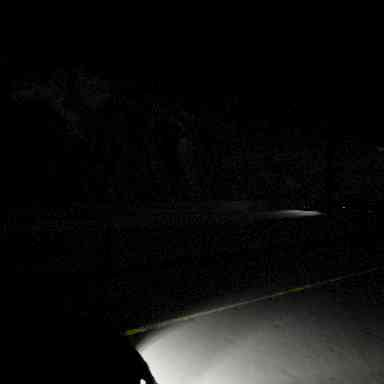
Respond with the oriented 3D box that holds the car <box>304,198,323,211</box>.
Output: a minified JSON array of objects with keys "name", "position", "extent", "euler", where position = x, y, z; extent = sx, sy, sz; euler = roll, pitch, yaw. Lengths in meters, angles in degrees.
[{"name":"car","position":[15.587,1.524,40.266],"extent":[4.892,1.490,1.837],"euler":[1,0,-35]}]

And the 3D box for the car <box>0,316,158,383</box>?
[{"name":"car","position":[-2.271,1.552,2.216],"extent":[4.181,1.385,1.994],"euler":[0,0,-34]}]

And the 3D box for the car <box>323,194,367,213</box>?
[{"name":"car","position":[17.656,1.229,37.438],"extent":[5.566,2.045,2.150],"euler":[0,0,-35]}]

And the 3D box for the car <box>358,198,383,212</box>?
[{"name":"car","position":[19.672,1.631,34.579],"extent":[4.718,1.301,1.895],"euler":[0,0,-35]}]
